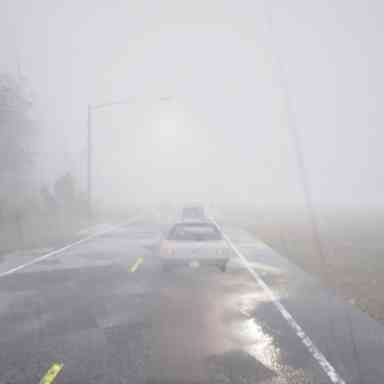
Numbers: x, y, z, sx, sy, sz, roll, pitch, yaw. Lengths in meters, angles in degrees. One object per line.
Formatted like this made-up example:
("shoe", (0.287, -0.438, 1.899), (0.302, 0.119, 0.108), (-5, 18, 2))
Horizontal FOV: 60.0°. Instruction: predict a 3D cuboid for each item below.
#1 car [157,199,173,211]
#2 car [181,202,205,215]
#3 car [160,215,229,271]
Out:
("car", (-3.575, 1.735, 44.476), (1.837, 1.490, 4.892), (0, 0, 0))
("car", (0.095, 1.629, 29.305), (1.882, 1.535, 5.008), (0, 0, 0))
("car", (0.084, 1.659, 11.122), (1.895, 1.301, 4.718), (0, 0, 0))
